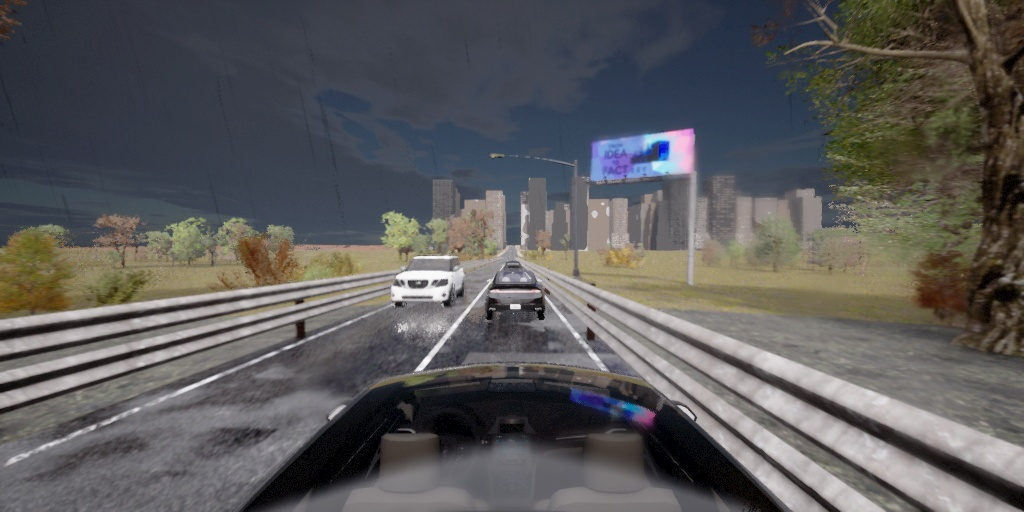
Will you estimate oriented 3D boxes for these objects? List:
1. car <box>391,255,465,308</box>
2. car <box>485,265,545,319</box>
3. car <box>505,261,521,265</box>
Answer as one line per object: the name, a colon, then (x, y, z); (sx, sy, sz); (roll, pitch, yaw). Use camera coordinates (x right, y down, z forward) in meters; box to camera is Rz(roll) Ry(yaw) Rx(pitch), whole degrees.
car: (-3.345, 0.967, 15.432); (2.150, 2.045, 5.566); (0, 0, 0)
car: (0.100, 1.238, 12.689); (2.128, 1.511, 4.902); (0, 0, 0)
car: (0.100, 1.243, 34.531); (1.837, 1.490, 4.892); (0, 0, 0)
